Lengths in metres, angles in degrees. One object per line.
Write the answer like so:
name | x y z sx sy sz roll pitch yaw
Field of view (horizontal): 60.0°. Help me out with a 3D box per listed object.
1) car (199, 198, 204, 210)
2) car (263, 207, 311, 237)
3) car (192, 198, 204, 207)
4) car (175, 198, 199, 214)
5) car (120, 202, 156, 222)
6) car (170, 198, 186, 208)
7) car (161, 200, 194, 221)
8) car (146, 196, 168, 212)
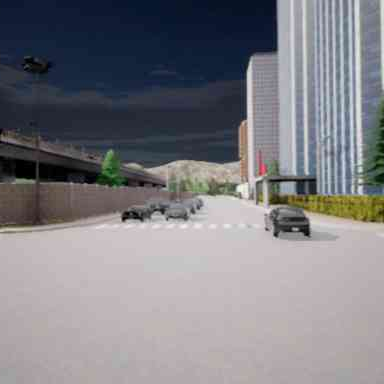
car | 0.261 1.815 48.525 1.882 1.535 5.008 -1 0 5
car | 5.176 1.584 18.499 1.837 1.490 4.892 -1 -1 4
car | 1.107 1.908 59.261 1.837 1.490 4.892 -1 -1 5
car | -0.495 1.783 38.828 1.837 1.490 4.892 -1 0 4
car | -4.768 1.862 29.200 1.895 1.301 4.718 -1 0 5
car | -2.415 1.934 59.085 2.128 1.511 4.902 -1 0 5
car | -1.193 1.727 29.626 1.837 1.490 4.892 -1 0 4
car | -4.006 1.541 38.927 2.150 2.045 5.566 -1 0 5
